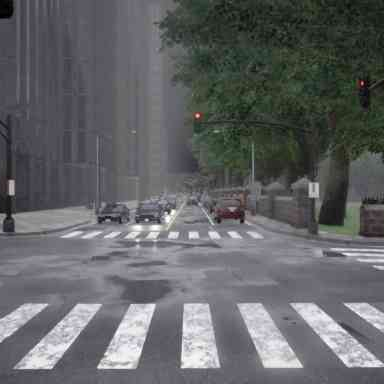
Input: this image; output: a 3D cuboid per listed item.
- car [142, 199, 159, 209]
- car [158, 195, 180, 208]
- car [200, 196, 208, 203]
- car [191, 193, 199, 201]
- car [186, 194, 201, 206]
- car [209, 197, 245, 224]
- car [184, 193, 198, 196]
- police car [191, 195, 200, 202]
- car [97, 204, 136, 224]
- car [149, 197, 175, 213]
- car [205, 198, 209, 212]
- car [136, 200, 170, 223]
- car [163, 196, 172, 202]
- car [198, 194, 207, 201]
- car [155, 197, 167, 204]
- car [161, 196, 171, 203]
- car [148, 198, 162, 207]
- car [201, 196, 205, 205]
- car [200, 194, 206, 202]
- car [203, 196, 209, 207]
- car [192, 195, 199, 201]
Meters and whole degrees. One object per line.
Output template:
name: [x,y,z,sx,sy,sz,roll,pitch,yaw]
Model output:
car: [-5.809,1.617,46.908,1.802,1.307,4.206,0,0,0]
car: [-3.135,1.524,45.504,2.128,1.511,4.902,0,0,0]
car: [2.688,1.593,74.377,1.752,1.417,4.829,0,0,0]
car: [0.808,1.320,91.783,2.150,2.045,5.566,0,0,0]
car: [0.045,1.570,55.241,1.812,1.442,4.674,0,0,0]
car: [2.738,1.326,25.099,2.192,1.841,5.009,0,0,0]
car: [0.025,1.407,65.004,2.097,1.767,4.553,0,0,0]
police car: [0.824,1.495,75.862,1.930,1.638,5.238,0,0,0]
car: [-5.787,1.577,25.081,1.947,1.339,4.313,0,0,0]
car: [-3.121,1.547,35.237,1.812,1.442,4.674,0,0,0]
car: [2.727,1.588,36.011,1.947,1.339,4.313,0,0,0]
car: [-3.126,1.559,25.599,2.033,1.411,5.357,0,0,0]
car: [-5.843,1.620,79.651,1.887,1.381,4.507,0,0,0]
car: [2.677,1.399,85.120,2.192,1.841,5.009,0,0,0]
car: [-5.826,1.635,63.280,1.802,1.307,4.206,0,0,0]
car: [-5.837,1.612,74.194,1.887,1.381,4.507,0,0,0]
car: [-5.815,1.623,52.366,1.802,1.307,4.206,0,0,0]
car: [2.716,1.585,46.924,2.008,1.369,4.403,0,0,0]
car: [2.711,1.481,52.381,1.967,1.590,4.097,0,0,0]
car: [2.722,1.579,41.467,2.008,1.369,4.403,0,0,0]
car: [0.814,1.592,85.752,1.837,1.490,4.892,0,0,0]
